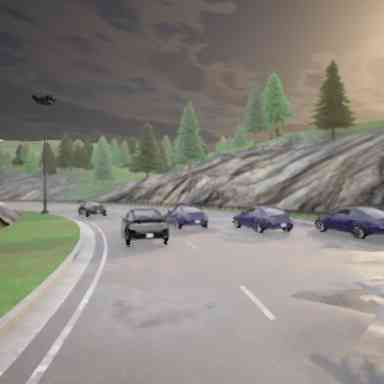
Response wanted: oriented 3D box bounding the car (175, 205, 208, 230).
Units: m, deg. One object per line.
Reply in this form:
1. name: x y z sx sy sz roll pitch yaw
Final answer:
1. car: -0.436 1.524 21.146 1.812 1.442 4.674 0 0 -19

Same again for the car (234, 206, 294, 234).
1. car: 3.976 1.493 18.956 1.812 1.442 4.674 0 0 -16

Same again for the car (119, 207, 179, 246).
1. car: -2.280 1.504 15.430 2.128 1.511 4.902 0 0 -15

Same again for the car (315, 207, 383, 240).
1. car: 8.194 1.463 16.719 1.812 1.442 4.674 0 0 -14

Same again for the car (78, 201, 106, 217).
1. car: -9.597 1.588 31.905 1.812 1.442 4.674 0 0 -32
